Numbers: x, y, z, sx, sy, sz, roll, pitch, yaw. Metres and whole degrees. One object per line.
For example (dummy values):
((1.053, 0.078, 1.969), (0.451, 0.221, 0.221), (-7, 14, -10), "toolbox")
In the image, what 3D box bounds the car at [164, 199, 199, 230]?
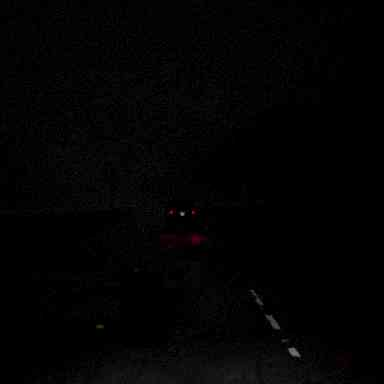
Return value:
((-0.773, 1.506, 23.408), (2.150, 2.045, 5.566), (0, -1, -4), "car")

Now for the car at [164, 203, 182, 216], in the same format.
((-2.471, 2.153, 42.169), (2.033, 1.411, 5.357), (0, -1, -7), "car")
